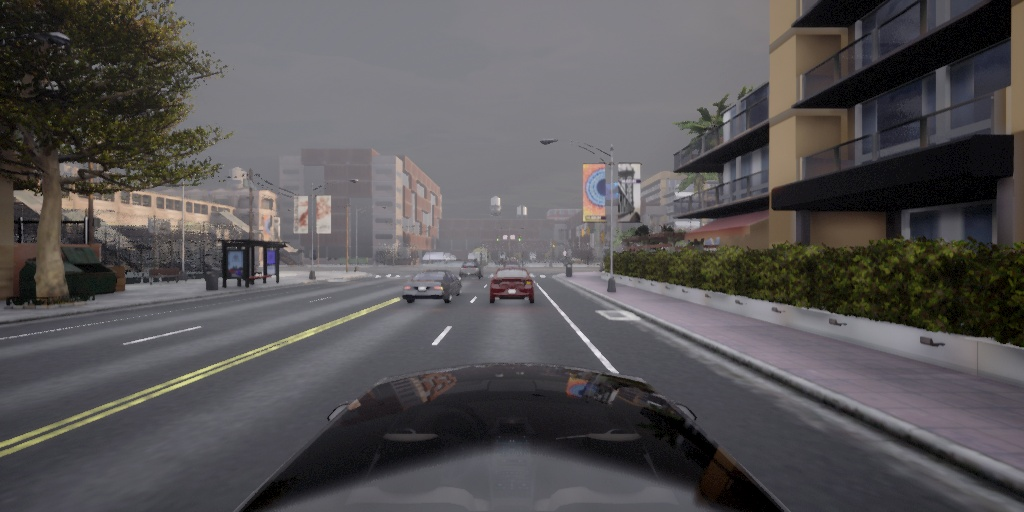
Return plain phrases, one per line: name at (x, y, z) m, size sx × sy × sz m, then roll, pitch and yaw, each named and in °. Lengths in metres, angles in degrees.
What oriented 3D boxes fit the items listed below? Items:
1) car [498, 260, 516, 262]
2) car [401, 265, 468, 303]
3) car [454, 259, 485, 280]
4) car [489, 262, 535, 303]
car at (0.000, 1.311, 31.500) m, size 2.033 × 1.411 × 5.357 m, roll 0°, pitch 0°, yaw 0°
car at (-3.500, 1.310, 16.500) m, size 2.033 × 1.411 × 5.357 m, roll 0°, pitch 0°, yaw 0°
car at (-3.500, 1.242, 31.500) m, size 2.128 × 1.511 × 4.902 m, roll 0°, pitch 0°, yaw 0°
car at (0.000, 1.232, 16.500) m, size 1.882 × 1.535 × 5.008 m, roll 0°, pitch 0°, yaw 0°
